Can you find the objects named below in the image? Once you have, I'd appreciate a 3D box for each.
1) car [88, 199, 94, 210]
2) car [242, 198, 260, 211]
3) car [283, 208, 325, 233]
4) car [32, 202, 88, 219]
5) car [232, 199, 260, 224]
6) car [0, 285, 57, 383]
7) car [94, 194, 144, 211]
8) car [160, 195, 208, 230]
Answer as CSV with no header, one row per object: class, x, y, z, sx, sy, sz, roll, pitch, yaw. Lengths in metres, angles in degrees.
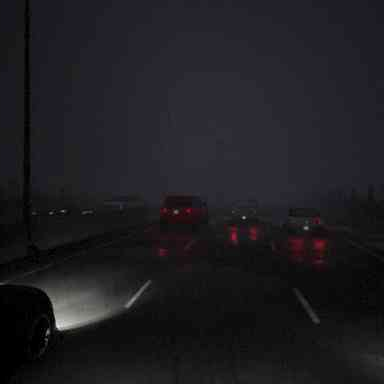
car,-11.134,1.527,38.986,1.994,1.385,4.181,0,0,12
car,7.548,1.548,42.198,2.033,1.411,5.357,0,0,12
car,6.486,1.607,19.751,1.895,1.301,4.718,0,0,11
car,-10.322,1.494,25.869,1.812,1.442,4.674,0,0,12
car,4.035,1.525,25.158,1.812,1.442,4.674,0,0,12
car,-3.052,1.556,3.200,1.994,1.385,4.181,0,0,3
car,-6.023,1.199,29.299,2.150,2.045,5.566,0,0,12
car,-0.361,1.213,21.187,2.150,2.045,5.566,0,0,11
